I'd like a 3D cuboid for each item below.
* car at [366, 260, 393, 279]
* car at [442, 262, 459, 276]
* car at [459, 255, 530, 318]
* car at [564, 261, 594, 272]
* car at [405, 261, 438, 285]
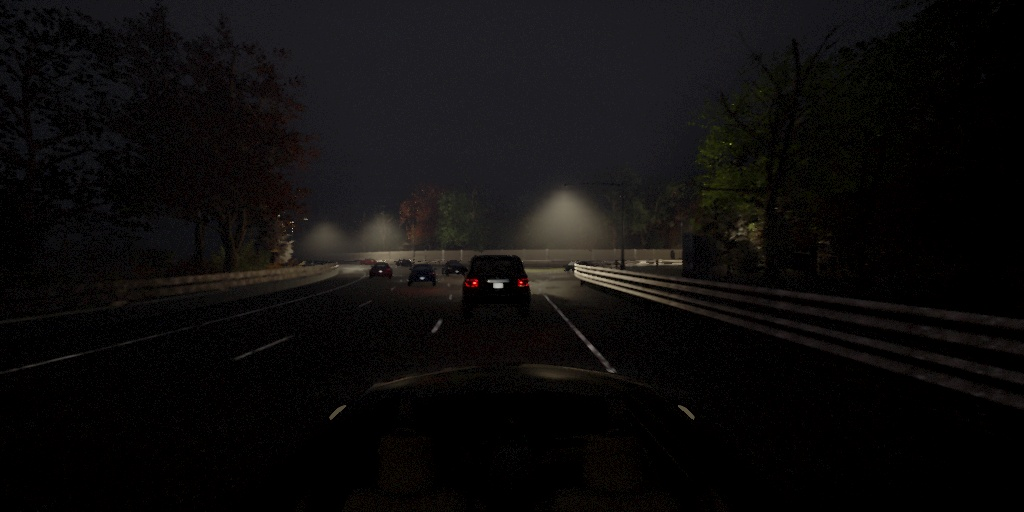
[{"bbox_3d":[-12.455,1.363,34.173,1.994,1.385,4.181,0,0,-18],"label":"car"},{"bbox_3d":[-6.086,1.300,36.930,1.812,1.442,4.674,0,0,-18],"label":"car"},{"bbox_3d":[-0.703,0.975,13.308,2.150,2.045,5.566,0,0,-6],"label":"car"},{"bbox_3d":[8.314,1.320,43.992,1.895,1.301,4.718,0,0,37],"label":"car"},{"bbox_3d":[-6.508,1.302,26.196,1.812,1.442,4.674,0,0,-13],"label":"car"}]
